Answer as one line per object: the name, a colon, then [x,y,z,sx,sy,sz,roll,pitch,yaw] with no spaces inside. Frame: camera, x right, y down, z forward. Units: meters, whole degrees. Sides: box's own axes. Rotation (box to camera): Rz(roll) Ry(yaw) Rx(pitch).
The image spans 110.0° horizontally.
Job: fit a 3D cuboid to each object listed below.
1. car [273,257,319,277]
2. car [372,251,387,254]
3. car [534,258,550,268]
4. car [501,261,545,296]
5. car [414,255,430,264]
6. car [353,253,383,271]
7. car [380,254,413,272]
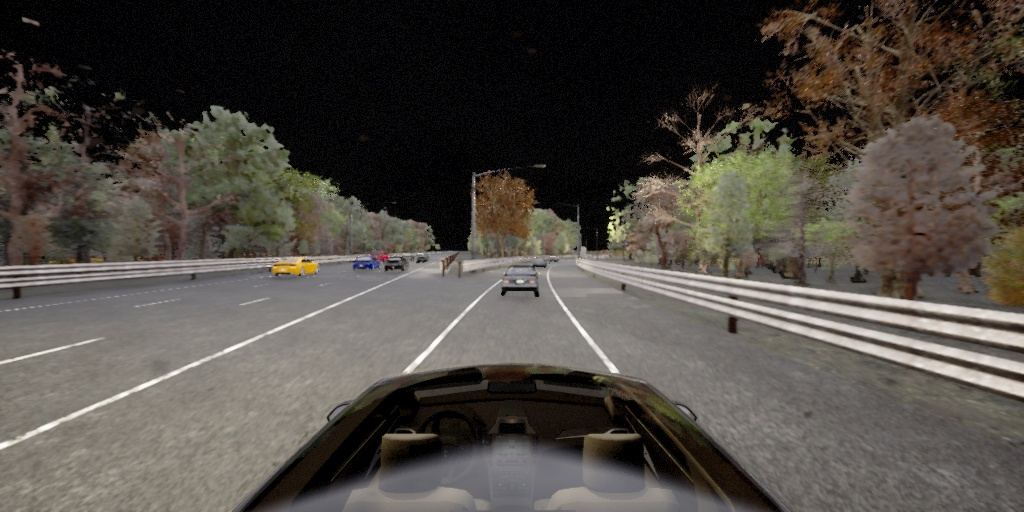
car: [-17.652,0.858,29.534,1.882,1.535,5.008,0,1,-8]
car: [-21.963,0.225,59.782,2.150,2.045,5.566,0,1,-8]
car: [3.954,0.956,50.996,1.994,1.385,4.181,0,0,9]
car: [0.478,1.167,18.439,2.033,1.411,5.357,0,0,3]
car: [-15.073,0.497,61.050,1.837,1.490,4.892,0,1,-8]
car: [-15.329,0.754,38.041,1.882,1.535,5.008,0,1,-8]
car: [-11.512,0.808,36.058,1.837,1.490,4.892,0,1,-8]
